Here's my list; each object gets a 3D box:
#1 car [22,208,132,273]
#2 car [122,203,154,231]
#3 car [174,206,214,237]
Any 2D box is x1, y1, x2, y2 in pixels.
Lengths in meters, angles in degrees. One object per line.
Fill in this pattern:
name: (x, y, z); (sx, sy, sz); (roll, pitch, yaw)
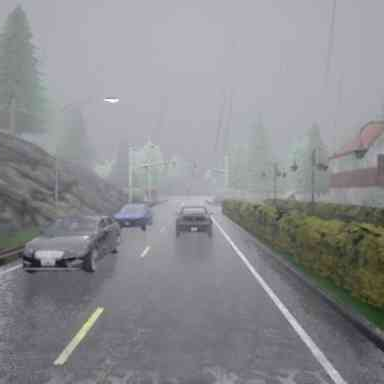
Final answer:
car: (-3.574, 1.491, 10.744); (2.128, 1.511, 4.902); (0, 0, 0)
car: (-3.568, 1.476, 20.962); (1.882, 1.535, 5.008); (0, 0, 1)
car: (0.099, 1.503, 17.903); (1.837, 1.490, 4.892); (0, 0, 0)
